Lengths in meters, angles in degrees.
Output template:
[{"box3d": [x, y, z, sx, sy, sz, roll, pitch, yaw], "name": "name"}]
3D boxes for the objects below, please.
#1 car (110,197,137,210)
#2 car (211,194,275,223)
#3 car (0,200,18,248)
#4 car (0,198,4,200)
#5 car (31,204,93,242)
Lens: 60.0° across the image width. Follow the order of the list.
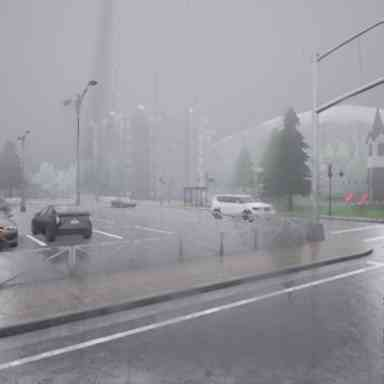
[{"box3d": [-8.926, 1.461, 43.143, 1.882, 1.535, 5.008, 0, 0, -36], "name": "car"}, {"box3d": [3.789, 1.204, 25.829, 2.150, 2.045, 5.566, 0, 0, -36], "name": "car"}, {"box3d": [-8.622, 1.330, 13.614, 2.152, 1.636, 5.027, 0, 0, -36], "name": "car"}, {"box3d": [-21.371, 1.370, 36.586, 1.845, 1.501, 3.633, 0, 0, -36], "name": "car"}, {"box3d": [-6.111, 1.336, 15.494, 2.007, 1.523, 4.514, 0, 0, -36], "name": "car"}]
